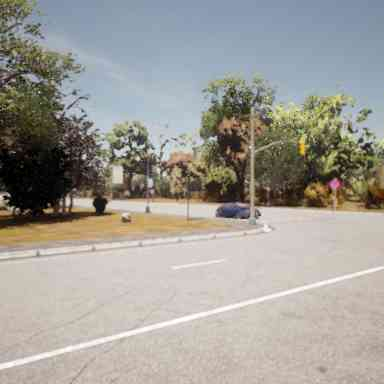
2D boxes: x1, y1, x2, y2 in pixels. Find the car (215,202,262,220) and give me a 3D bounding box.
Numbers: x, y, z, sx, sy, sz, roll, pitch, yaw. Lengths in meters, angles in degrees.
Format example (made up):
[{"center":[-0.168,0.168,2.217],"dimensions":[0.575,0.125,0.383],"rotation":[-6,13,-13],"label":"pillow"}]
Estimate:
[{"center":[3.907,1.561,28.360],"dimensions":[1.994,1.385,4.181],"rotation":[0,0,-38],"label":"car"}]
